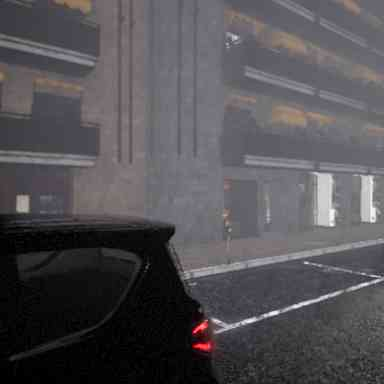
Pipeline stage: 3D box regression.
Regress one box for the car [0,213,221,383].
[{"bbox_3d":[-2.388,1.218,1.673,5.566,2.045,2.150,-1,0,-36],"label":"car"}]
